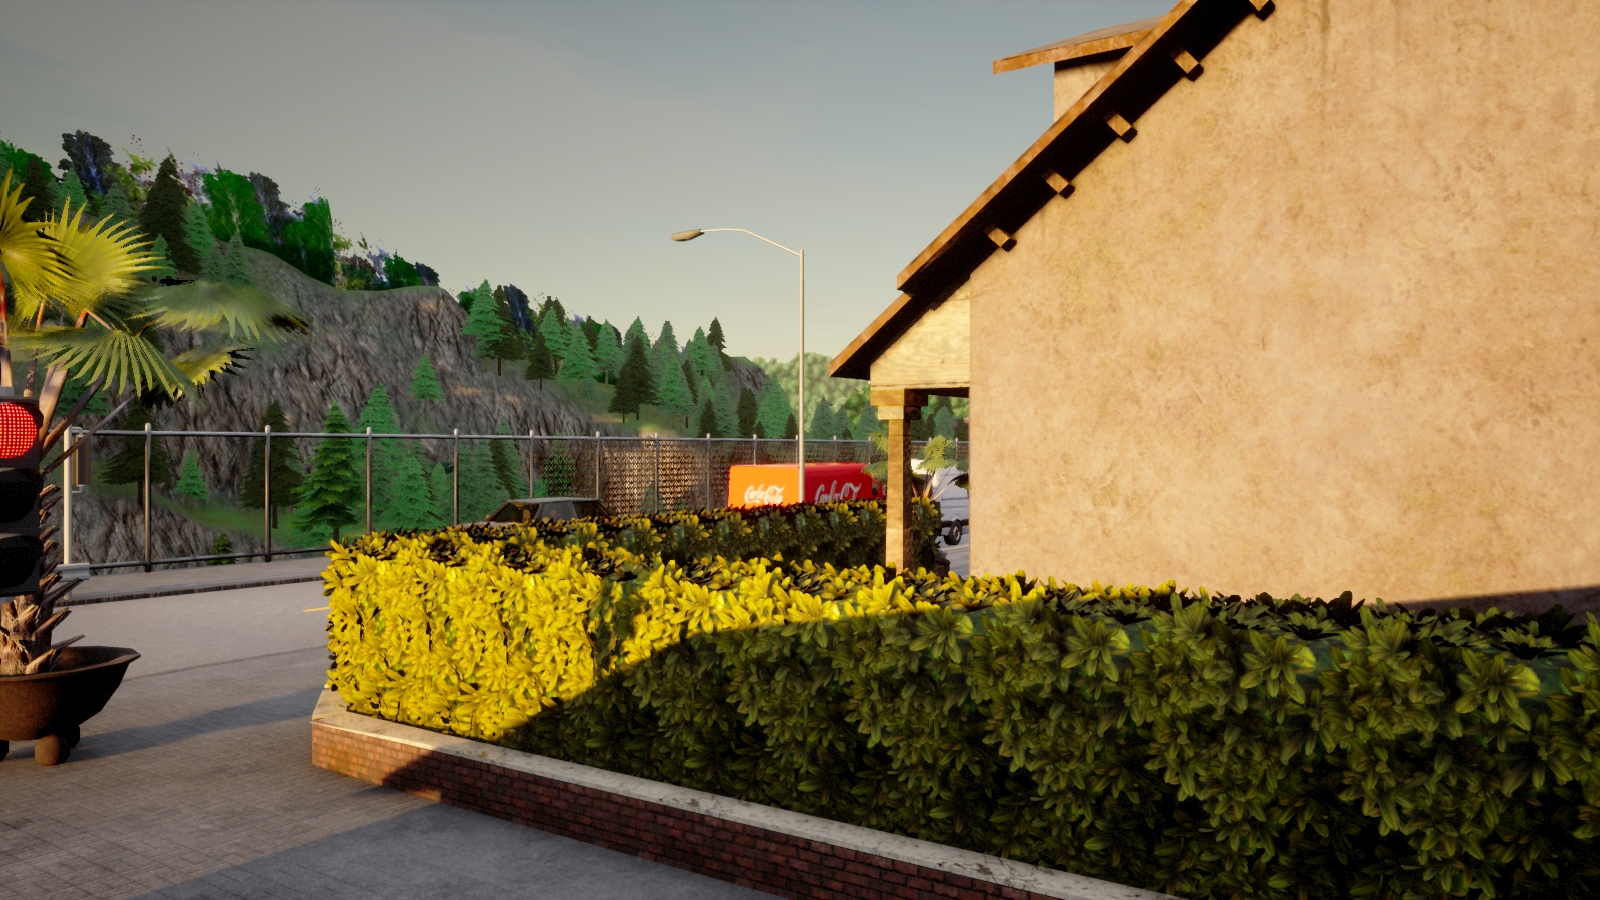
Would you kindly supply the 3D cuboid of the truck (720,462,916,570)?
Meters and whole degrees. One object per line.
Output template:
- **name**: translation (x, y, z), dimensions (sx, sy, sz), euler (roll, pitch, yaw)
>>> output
- **truck**: translation (0.584, 1.568, 29.600), dimensions (2.627, 2.467, 5.204), euler (0, 0, 35)

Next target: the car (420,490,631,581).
- **car**: translation (-6.312, 1.906, 26.765), dimensions (2.097, 1.767, 4.553), euler (0, 0, 35)
